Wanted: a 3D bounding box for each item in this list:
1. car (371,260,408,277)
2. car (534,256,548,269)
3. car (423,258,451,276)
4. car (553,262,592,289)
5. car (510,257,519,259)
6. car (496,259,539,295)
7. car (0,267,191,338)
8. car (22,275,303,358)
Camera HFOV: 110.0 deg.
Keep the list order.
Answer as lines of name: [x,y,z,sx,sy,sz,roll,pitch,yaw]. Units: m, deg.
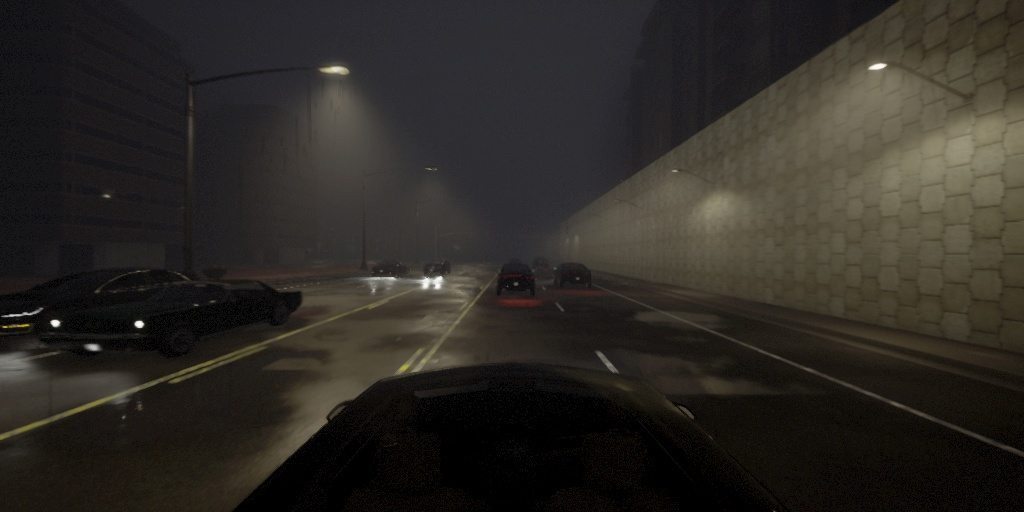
car: [-10.394,1.001,30.595,1.994,1.385,4.181,1,0,1]
car: [3.849,0.822,50.586,2.097,1.767,4.553,1,0,1]
car: [-6.867,0.953,33.233,2.128,1.511,4.902,1,0,1]
car: [3.722,1.133,22.660,1.882,1.535,5.008,1,-1,0]
car: [0.380,0.938,53.240,1.812,1.442,4.674,1,0,1]
car: [0.201,1.114,19.120,1.882,1.535,5.008,1,1,0]
car: [-10.559,1.079,9.453,1.837,1.490,4.892,1,0,0]
car: [-7.070,1.224,8.266,1.895,1.301,4.718,1,0,0]
